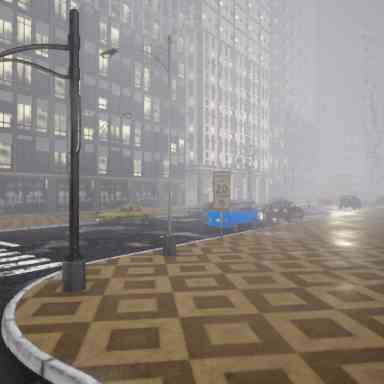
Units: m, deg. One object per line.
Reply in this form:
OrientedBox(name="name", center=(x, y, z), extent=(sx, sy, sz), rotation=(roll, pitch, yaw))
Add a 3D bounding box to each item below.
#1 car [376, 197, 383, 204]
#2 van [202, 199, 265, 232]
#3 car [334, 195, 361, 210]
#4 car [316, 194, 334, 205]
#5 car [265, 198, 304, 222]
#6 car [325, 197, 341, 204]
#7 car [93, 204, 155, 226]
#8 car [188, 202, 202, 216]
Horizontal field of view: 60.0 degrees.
OrientedBox(name="car", center=(38.091, 1.658, 66.582), extent=(1.947, 1.339, 4.313), rotation=(0, 0, 38))
OrientedBox(name="van", center=(2.616, 1.368, 20.251), extent=(1.690, 1.788, 3.998), rotation=(0, 0, 38))
OrientedBox(name="car", center=(21.138, 1.368, 44.528), extent=(2.192, 1.841, 5.009), rotation=(0, 0, 38))
OrientedBox(name="car", center=(25.064, 1.381, 62.565), extent=(2.192, 1.841, 5.009), rotation=(0, 0, 38))
OrientedBox(name="car", center=(7.574, 1.472, 26.884), extent=(1.967, 1.590, 4.097), rotation=(0, 0, 38))
OrientedBox(name="car", center=(28.454, 1.624, 66.975), extent=(2.008, 1.369, 4.403), rotation=(0, 0, 38))
OrientedBox(name="car", center=(-4.776, 1.540, 23.960), extent=(1.752, 1.417, 4.829), rotation=(0, 0, 38))
OrientedBox(name="car", center=(1.327, 1.604, 31.687), extent=(1.802, 1.307, 4.206), rotation=(0, 0, 38))
